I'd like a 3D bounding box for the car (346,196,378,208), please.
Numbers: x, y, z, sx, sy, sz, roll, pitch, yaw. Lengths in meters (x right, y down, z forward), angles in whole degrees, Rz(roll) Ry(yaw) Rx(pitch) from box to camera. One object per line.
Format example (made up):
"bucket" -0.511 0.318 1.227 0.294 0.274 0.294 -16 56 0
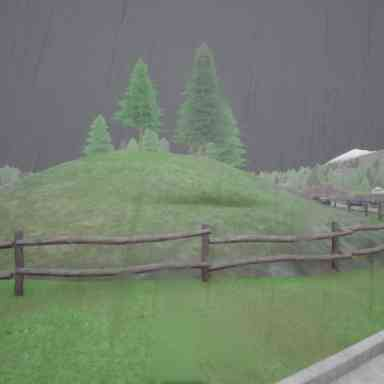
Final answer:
"car" 24.825 1.352 48.726 2.097 1.767 4.553 0 0 -16

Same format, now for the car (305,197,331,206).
"car" 20.061 1.505 53.074 1.837 1.490 4.892 0 0 -15
